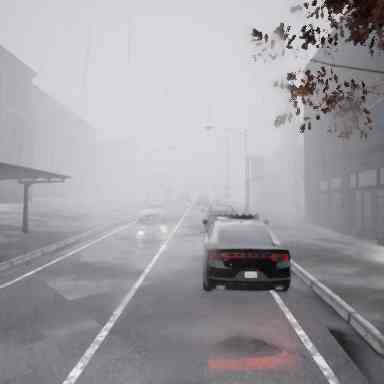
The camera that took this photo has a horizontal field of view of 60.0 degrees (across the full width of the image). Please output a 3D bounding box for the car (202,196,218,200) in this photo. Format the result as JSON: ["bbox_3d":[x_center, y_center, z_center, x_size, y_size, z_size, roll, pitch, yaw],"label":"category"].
[{"bbox_3d":[1.826,1.345,25.193,1.801,1.575,5.366,0,0,2],"label":"car"}]

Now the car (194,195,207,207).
[{"bbox_3d":[1.570,1.387,45.902,1.895,1.301,4.718,0,0,2],"label":"car"}]

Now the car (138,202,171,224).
[{"bbox_3d":[-2.567,1.427,23.657,1.812,1.442,4.674,0,0,2],"label":"car"}]

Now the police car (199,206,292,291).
[{"bbox_3d":[1.245,1.411,9.107,1.930,1.638,5.238,0,0,2],"label":"police car"}]

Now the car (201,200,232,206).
[{"bbox_3d":[1.604,1.435,19.001,1.837,1.490,4.892,0,0,2],"label":"car"}]

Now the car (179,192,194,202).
[{"bbox_3d":[-1.324,0.954,64.658,2.150,2.045,5.566,0,0,2],"label":"car"}]
